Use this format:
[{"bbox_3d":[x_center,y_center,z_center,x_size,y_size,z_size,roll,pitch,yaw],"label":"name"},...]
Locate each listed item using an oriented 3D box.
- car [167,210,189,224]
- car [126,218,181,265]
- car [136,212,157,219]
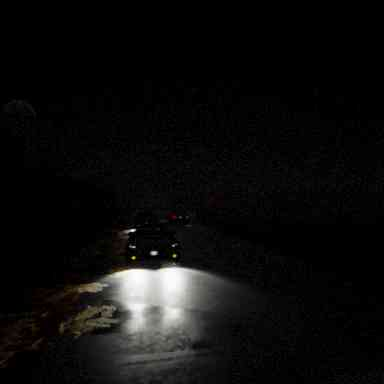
[{"bbox_3d":[-1.486,2.556,34.408,2.033,1.411,5.357,-1,-1,-9],"label":"car"},{"bbox_3d":[-1.624,2.015,13.600,1.994,1.385,4.181,-1,-2,-9],"label":"car"},{"bbox_3d":[-4.161,2.534,30.369,1.994,1.385,4.181,-1,-2,-8],"label":"car"}]
